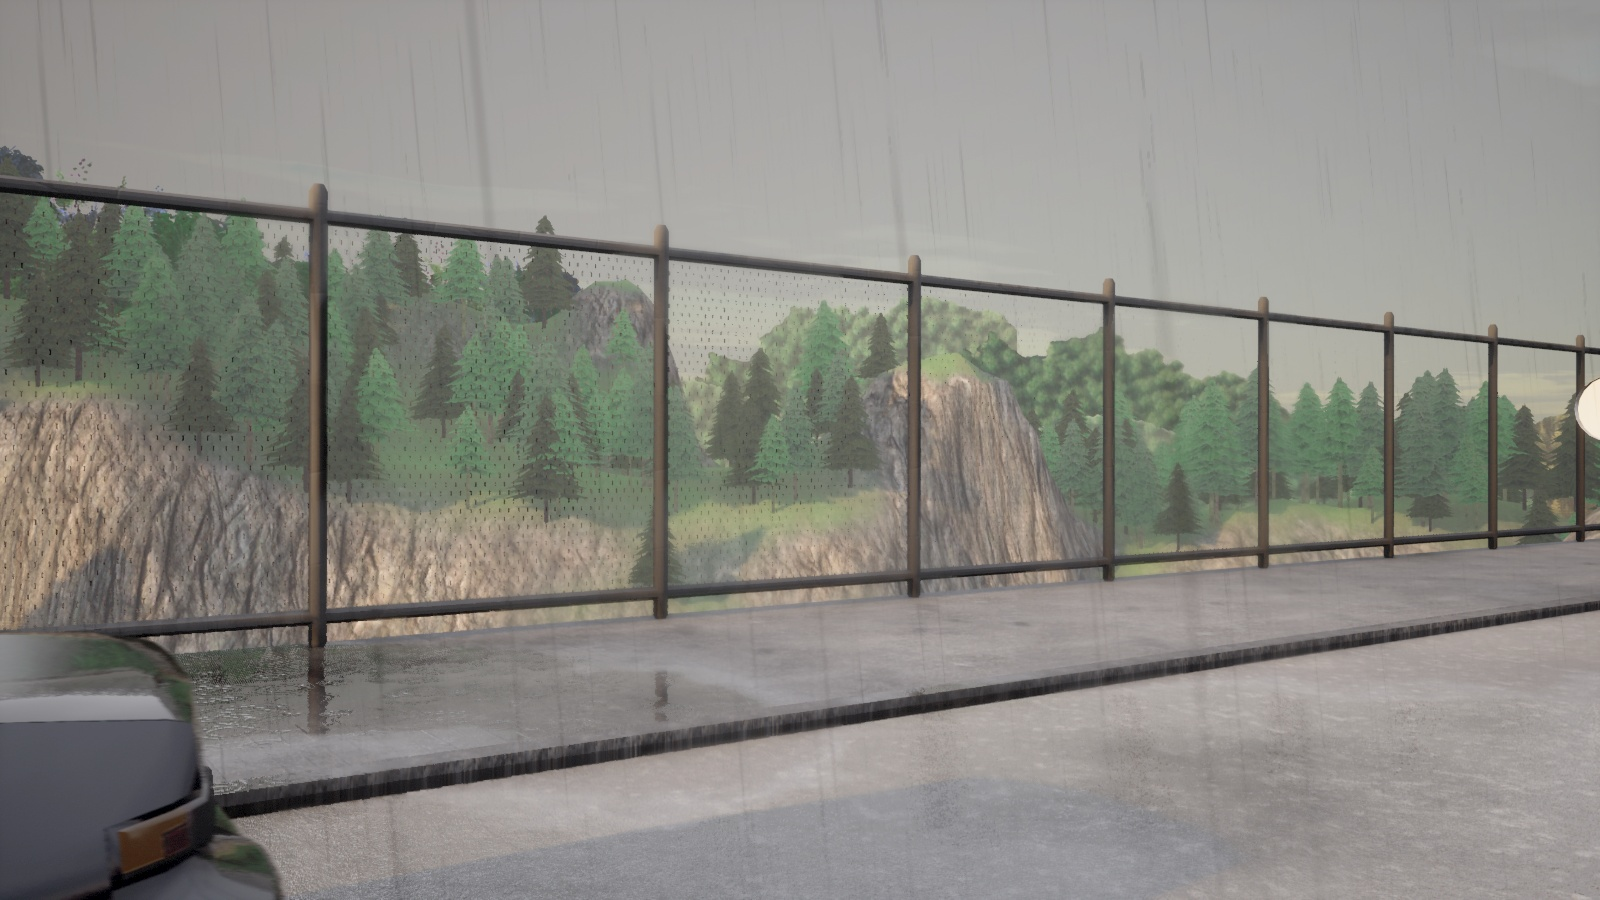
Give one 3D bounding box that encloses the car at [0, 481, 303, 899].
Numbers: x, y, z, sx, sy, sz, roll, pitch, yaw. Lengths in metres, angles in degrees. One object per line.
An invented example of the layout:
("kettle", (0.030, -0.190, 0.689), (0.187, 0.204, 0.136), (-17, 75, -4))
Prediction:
("car", (-3.719, 0.804, 1.679), (5.357, 1.411, 2.033), (0, 0, -35))
